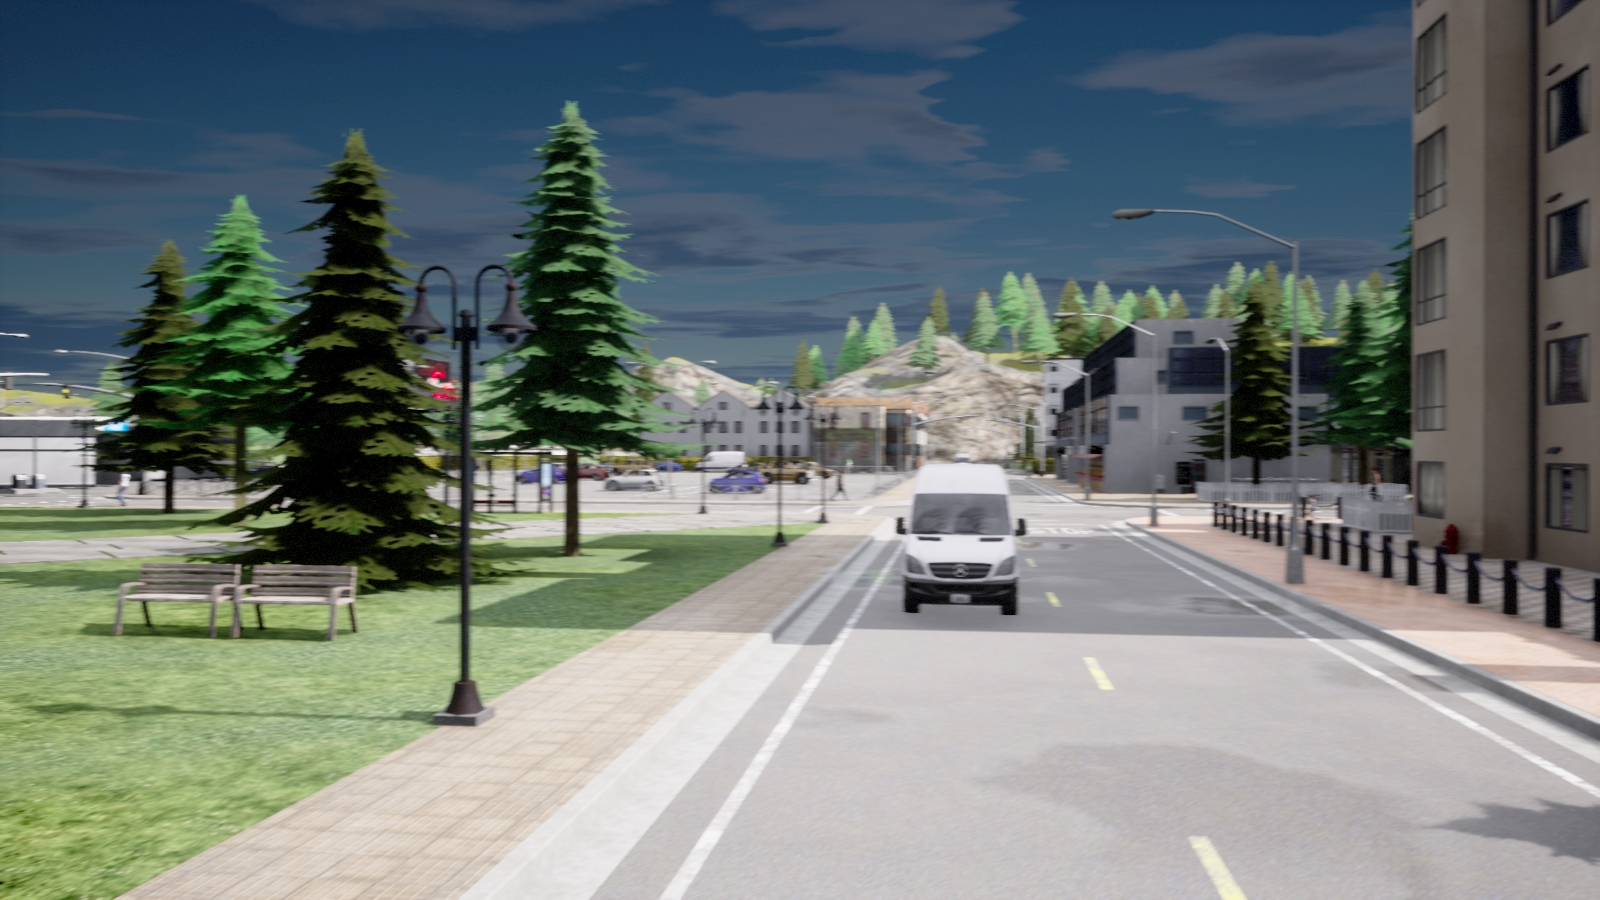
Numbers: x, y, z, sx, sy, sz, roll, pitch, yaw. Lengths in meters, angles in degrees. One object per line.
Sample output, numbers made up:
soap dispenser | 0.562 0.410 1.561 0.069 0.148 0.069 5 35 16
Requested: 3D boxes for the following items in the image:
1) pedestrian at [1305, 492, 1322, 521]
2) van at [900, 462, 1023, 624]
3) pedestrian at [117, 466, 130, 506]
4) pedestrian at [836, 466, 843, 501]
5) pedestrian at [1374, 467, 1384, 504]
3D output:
pedestrian | 19.788 2.169 44.046 0.500 1.100 0.500 0 0 11
van | 3.065 1.548 21.666 1.988 2.561 5.915 0 0 8
pedestrian | -31.509 1.669 53.226 0.375 1.860 0.375 0 0 4
pedestrian | 2.072 1.762 60.015 0.375 1.860 0.375 0 0 2
pedestrian | 29.807 1.825 58.858 0.375 1.860 0.375 0 0 10
